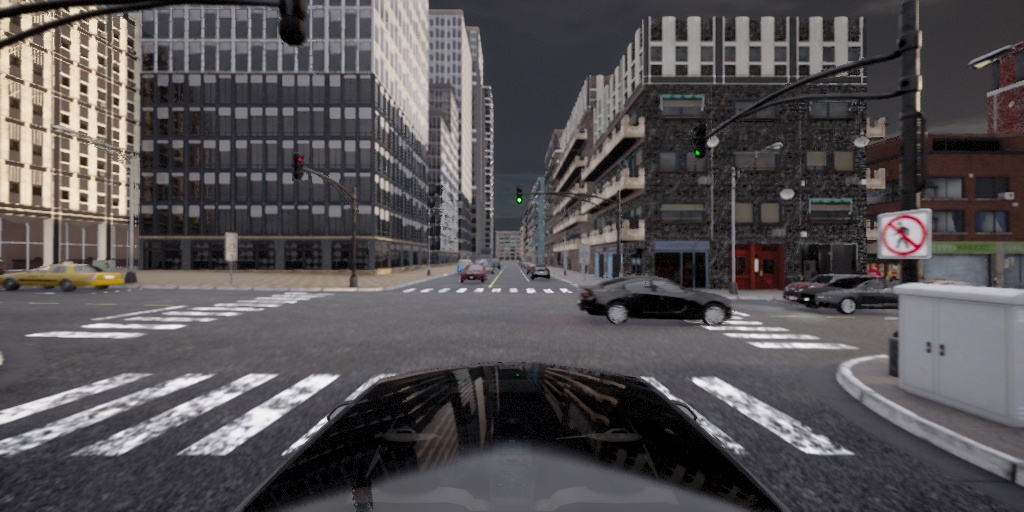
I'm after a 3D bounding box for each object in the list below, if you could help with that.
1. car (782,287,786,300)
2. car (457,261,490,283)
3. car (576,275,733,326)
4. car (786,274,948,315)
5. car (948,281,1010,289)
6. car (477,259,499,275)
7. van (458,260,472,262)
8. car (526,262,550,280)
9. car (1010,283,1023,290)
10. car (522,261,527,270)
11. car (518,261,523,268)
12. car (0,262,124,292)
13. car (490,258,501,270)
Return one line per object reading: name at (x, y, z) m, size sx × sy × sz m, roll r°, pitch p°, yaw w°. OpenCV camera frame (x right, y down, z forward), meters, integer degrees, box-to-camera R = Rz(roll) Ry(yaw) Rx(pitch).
car at (15.982, 1.618, 17.962) m, size 4.097 × 1.591 × 1.967 m, roll 0°, pitch 0°, yaw -1°
car at (-3.144, 1.403, 30.305) m, size 1.882 × 1.535 × 5.008 m, roll 0°, pitch 0°, yaw 0°
car at (4.727, 1.418, 12.127) m, size 5.008 × 1.535 × 1.882 m, roll 1°, pitch 0°, yaw -1°
car at (15.011, 1.655, 15.359) m, size 4.892 × 1.490 × 1.837 m, roll 1°, pitch 0°, yaw -1°
car at (21.334, 1.811, 18.031) m, size 4.829 × 1.417 × 1.751 m, roll 0°, pitch 0°, yaw -1°
car at (-3.159, 1.507, 44.612) m, size 2.128 × 1.511 × 4.902 m, roll 0°, pitch 0°, yaw 0°
van at (-5.765, 1.351, 44.097) m, size 1.690 × 1.789 × 3.998 m, roll 0°, pitch 0°, yaw 0°
car at (2.633, 1.518, 34.145) m, size 1.948 × 1.339 × 4.313 m, roll 0°, pitch 0°, yaw 0°
car at (27.027, 1.960, 18.104) m, size 4.313 × 1.339 × 1.948 m, roll 0°, pitch 0°, yaw -1°
car at (2.615, 1.561, 44.112) m, size 1.888 × 1.381 × 4.507 m, roll 0°, pitch 0°, yaw 0°
car at (2.587, 1.675, 61.075) m, size 2.007 × 1.370 × 4.403 m, roll 0°, pitch 0°, yaw 0°
car at (-22.074, 0.963, 17.560) m, size 4.829 × 1.417 × 1.751 m, roll 0°, pitch 0°, yaw -1°
car at (-3.114, 1.362, 63.489) m, size 2.150 × 2.045 × 5.566 m, roll 0°, pitch -1°, yaw 0°
